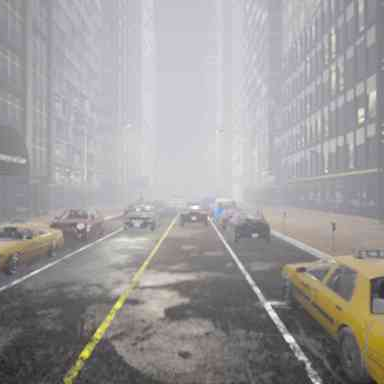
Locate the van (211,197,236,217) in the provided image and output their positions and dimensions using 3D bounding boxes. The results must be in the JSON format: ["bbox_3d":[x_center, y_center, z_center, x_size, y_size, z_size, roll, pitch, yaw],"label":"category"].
[{"bbox_3d":[2.732,1.487,27.867,1.690,1.788,3.998,0,0,0],"label":"van"}]

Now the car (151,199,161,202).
[{"bbox_3d":[-5.622,1.803,44.975,1.802,1.307,4.206,0,0,0],"label":"car"}]

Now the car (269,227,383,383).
[{"bbox_3d":[2.696,1.556,5.241,1.752,1.417,4.829,0,0,0],"label":"car"}]

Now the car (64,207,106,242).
[{"bbox_3d":[-5.667,1.531,16.485,1.967,1.590,4.097,0,0,0],"label":"car"}]

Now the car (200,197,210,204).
[{"bbox_3d":[2.804,1.901,73.454,1.947,1.339,4.313,0,0,0],"label":"car"}]

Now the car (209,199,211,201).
[{"bbox_3d":[2.741,1.716,33.564,1.887,1.381,4.507,0,0,0],"label":"car"}]

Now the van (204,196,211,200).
[{"bbox_3d":[2.768,1.587,50.659,1.690,1.788,3.998,0,0,0],"label":"van"}]

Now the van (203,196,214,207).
[{"bbox_3d":[2.777,1.611,56.359,1.690,1.788,3.998,0,0,0],"label":"van"}]

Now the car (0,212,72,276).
[{"bbox_3d":[-5.676,1.585,10.615,1.752,1.417,4.829,0,0,0],"label":"car"}]

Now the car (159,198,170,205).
[{"bbox_3d":[-5.586,1.865,67.768,2.008,1.369,4.403,0,0,0],"label":"car"}]

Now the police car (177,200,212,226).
[{"bbox_3d":[0.140,1.634,24.835,2.038,1.542,4.974,0,-1,0],"label":"police car"}]

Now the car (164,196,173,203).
[{"bbox_3d":[-5.568,1.795,79.166,1.967,1.590,4.097,0,0,0],"label":"car"}]

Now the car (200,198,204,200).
[{"bbox_3d":[0.167,1.774,42.584,1.994,1.385,4.181,0,0,0],"label":"car"}]

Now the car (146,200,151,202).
[{"bbox_3d":[-5.640,1.737,33.578,1.947,1.339,4.313,0,0,0],"label":"car"}]

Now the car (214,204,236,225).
[{"bbox_3d":[2.723,1.701,22.167,1.802,1.307,4.206,0,0,0],"label":"car"}]

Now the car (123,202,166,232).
[{"bbox_3d":[-3.066,1.605,21.072,2.128,1.511,4.902,0,0,0],"label":"car"}]

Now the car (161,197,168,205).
[{"bbox_3d":[-5.604,1.814,56.372,1.887,1.381,4.507,0,0,0],"label":"car"}]

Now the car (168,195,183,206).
[{"bbox_3d":[-2.930,1.513,62.028,2.150,2.045,5.566,0,0,1],"label":"car"}]

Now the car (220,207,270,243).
[{"bbox_3d":[2.714,1.641,16.470,2.008,1.369,4.403,0,0,0],"label":"car"}]

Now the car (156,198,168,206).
[{"bbox_3d":[-5.595,1.875,62.071,1.802,1.307,4.206,0,0,0],"label":"car"}]
